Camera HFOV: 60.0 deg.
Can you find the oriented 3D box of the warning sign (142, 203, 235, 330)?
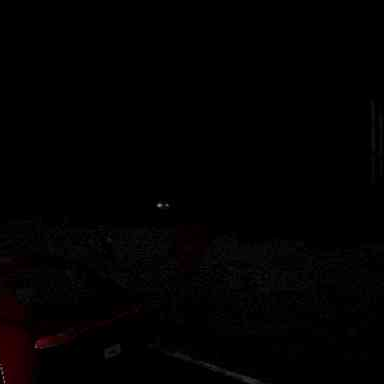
[{"bbox_3d":[-0.037,1.146,5.827,1.060,1.860,1.300,0,0,36],"label":"warning sign"}]

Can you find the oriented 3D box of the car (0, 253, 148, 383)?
[{"bbox_3d":[-2.667,1.590,4.864,4.507,1.381,1.887,-1,0,36],"label":"car"}]
